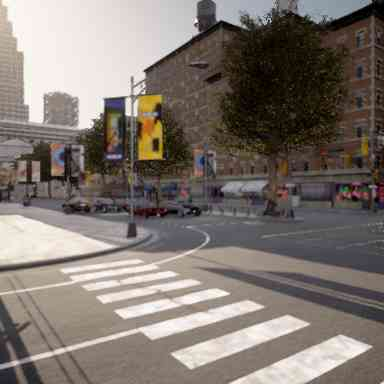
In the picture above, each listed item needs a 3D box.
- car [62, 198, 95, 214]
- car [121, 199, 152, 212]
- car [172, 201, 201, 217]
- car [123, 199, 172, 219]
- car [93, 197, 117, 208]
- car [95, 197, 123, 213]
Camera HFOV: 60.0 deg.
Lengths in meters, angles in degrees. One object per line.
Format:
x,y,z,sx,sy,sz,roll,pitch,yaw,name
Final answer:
-12.527,1.583,36.002,1.895,1.301,4.718,0,0,-35,car
-6.608,1.545,39.157,1.994,1.385,4.181,0,0,-35,car
-0.935,1.545,31.097,1.994,1.385,4.181,0,0,-35,car
-4.048,1.586,29.439,1.895,1.301,4.718,0,0,-35,car
-12.518,1.506,47.557,1.812,1.442,4.674,0,0,-35,car
-9.451,1.490,37.104,1.837,1.490,4.892,0,0,-35,car
